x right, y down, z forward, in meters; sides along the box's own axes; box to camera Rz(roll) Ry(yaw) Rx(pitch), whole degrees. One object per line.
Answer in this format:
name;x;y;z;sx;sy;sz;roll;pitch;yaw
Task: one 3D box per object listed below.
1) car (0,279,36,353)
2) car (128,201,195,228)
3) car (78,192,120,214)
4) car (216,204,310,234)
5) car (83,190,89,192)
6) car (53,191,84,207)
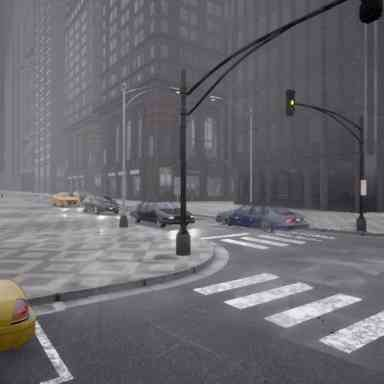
car;-4.366;1.525;3.530;4.829;1.417;1.752;0;0;-36
car;-2.015;1.237;20.193;2.033;1.411;5.357;0;1;-36
car;-7.784;1.011;28.176;1.837;1.490;4.892;0;1;-36
car;3.599;1.337;17.890;2.033;1.411;5.357;0;1;-36
car;-14.435;0.584;42.827;2.097;1.767;4.553;0;1;-36
car;-13.881;0.798;36.621;1.882;1.535;5.008;0;1;-35
